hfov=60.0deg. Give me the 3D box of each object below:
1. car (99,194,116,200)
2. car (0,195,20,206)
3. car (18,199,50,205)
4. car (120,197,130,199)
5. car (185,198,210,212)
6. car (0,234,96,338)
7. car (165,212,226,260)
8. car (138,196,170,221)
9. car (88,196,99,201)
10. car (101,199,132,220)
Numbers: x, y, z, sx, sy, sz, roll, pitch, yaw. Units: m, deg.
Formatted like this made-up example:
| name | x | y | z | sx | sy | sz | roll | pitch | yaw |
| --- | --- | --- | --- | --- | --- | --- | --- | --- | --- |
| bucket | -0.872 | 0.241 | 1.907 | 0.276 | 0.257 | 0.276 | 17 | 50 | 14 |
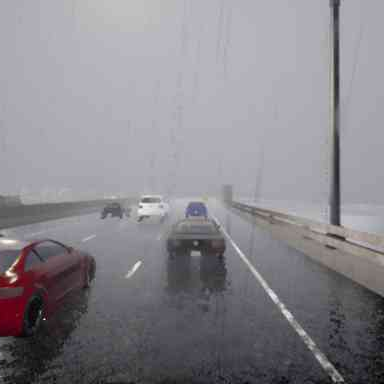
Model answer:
| name | x | y | z | sx | sy | sz | roll | pitch | yaw |
| --- | --- | --- | --- | --- | --- | --- | --- | --- | --- |
| car | -19.191 | 1.553 | 77.432 | 2.150 | 2.045 | 5.566 | 0 | 0 | 2 |
| car | -20.674 | 1.352 | 36.106 | 2.150 | 2.045 | 5.566 | 0 | 0 | 1 |
| car | -17.143 | 1.737 | 37.433 | 1.895 | 1.301 | 4.718 | 0 | 0 | 1 |
| car | -15.653 | 1.822 | 78.208 | 2.128 | 1.511 | 4.902 | 0 | 0 | 3 |
| car | 0.413 | 1.586 | 30.703 | 1.882 | 1.535 | 5.008 | 0 | 0 | 1 |
| car | -3.399 | 1.585 | 6.648 | 1.994 | 1.385 | 4.181 | 0 | 0 | 1 |
| car | 0.159 | 1.642 | 12.551 | 1.895 | 1.301 | 4.718 | 0 | 0 | 1 |
| car | -3.136 | 1.321 | 28.226 | 2.150 | 2.045 | 5.566 | 0 | 0 | 1 |
| car | -22.684 | 1.685 | 77.654 | 2.097 | 1.767 | 4.553 | 0 | 0 | 2 |
| car | -6.616 | 1.608 | 29.336 | 1.837 | 1.490 | 4.892 | 0 | 0 | 1 |
